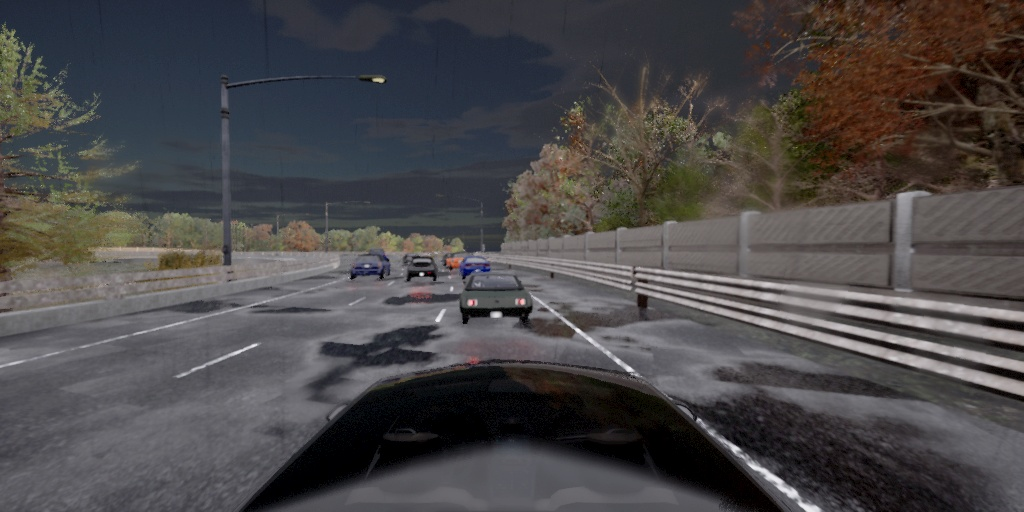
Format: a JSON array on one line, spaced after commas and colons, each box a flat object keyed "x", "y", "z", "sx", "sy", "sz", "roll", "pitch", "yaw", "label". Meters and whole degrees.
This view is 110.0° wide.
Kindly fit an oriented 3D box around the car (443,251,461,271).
[{"x": -5.151, "y": 0.421, "z": 34.733, "sx": 2.097, "sy": 1.767, "sz": 4.553, "roll": 0, "pitch": 1, "yaw": -15, "label": "car"}]

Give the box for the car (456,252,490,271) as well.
[{"x": -2.693, "y": 0.738, "z": 25.414, "sx": 1.882, "sy": 1.535, "sz": 5.008, "roll": 0, "pitch": 1, "yaw": -12, "label": "car"}]

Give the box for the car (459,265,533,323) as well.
[{"x": -0.608, "y": 1.153, "z": 11.250, "sx": 1.895, "sy": 1.301, "sz": 4.718, "roll": 0, "pitch": 1, "yaw": -6, "label": "car"}]

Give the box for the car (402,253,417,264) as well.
[{"x": -12.694, "y": 0.357, "z": 45.066, "sx": 2.128, "sy": 1.511, "sz": 4.902, "roll": -1, "pitch": 1, "yaw": -23, "label": "car"}]

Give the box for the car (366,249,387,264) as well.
[{"x": -19.319, "y": -0.025, "z": 50.895, "sx": 2.150, "sy": 2.045, "sz": 5.566, "roll": -1, "pitch": 1, "yaw": -28, "label": "car"}]

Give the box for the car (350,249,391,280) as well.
[{"x": -9.825, "y": 0.626, "z": 25.237, "sx": 2.097, "sy": 1.767, "sz": 4.553, "roll": 0, "pitch": 1, "yaw": -12, "label": "car"}]

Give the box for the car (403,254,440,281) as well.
[{"x": -5.976, "y": 0.797, "z": 24.104, "sx": 1.837, "sy": 1.490, "sz": 4.892, "roll": 0, "pitch": 1, "yaw": -12, "label": "car"}]
